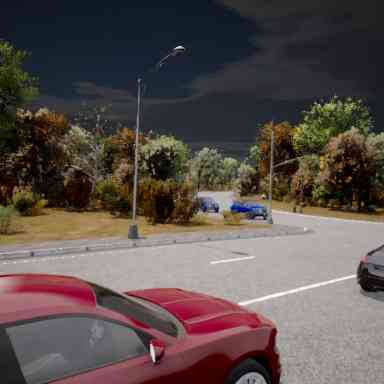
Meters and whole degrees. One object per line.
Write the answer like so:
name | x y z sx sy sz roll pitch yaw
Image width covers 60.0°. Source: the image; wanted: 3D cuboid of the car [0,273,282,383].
car | -1.349 1.479 2.783 5.008 1.535 1.882 0 0 -36

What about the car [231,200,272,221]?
car | 6.170 1.863 35.408 2.150 2.045 5.566 3 -1 -23

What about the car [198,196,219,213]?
car | 1.965 1.698 46.659 2.150 2.045 5.566 3 0 -18

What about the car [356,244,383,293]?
car | 5.800 1.665 7.936 4.181 1.385 1.994 1 -1 -35
